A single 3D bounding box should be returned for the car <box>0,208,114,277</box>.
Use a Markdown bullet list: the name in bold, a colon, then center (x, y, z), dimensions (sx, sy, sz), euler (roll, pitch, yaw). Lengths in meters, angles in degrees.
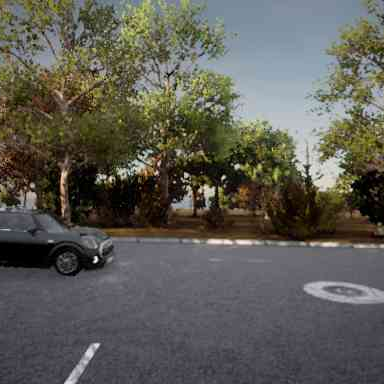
- **car**: center (-4.611, 1.291, 9.698), dimensions (4.553, 1.767, 2.097), euler (2, -1, 1)
